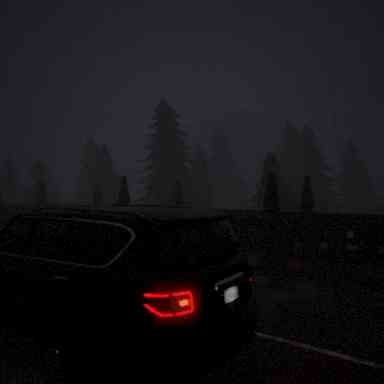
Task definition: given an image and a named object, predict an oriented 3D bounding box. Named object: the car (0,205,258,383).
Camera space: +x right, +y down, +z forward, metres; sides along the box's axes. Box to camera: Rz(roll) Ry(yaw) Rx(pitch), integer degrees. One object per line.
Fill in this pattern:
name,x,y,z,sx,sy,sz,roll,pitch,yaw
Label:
car,-1.747,1.223,5.237,5.566,2.045,2.150,0,0,35
